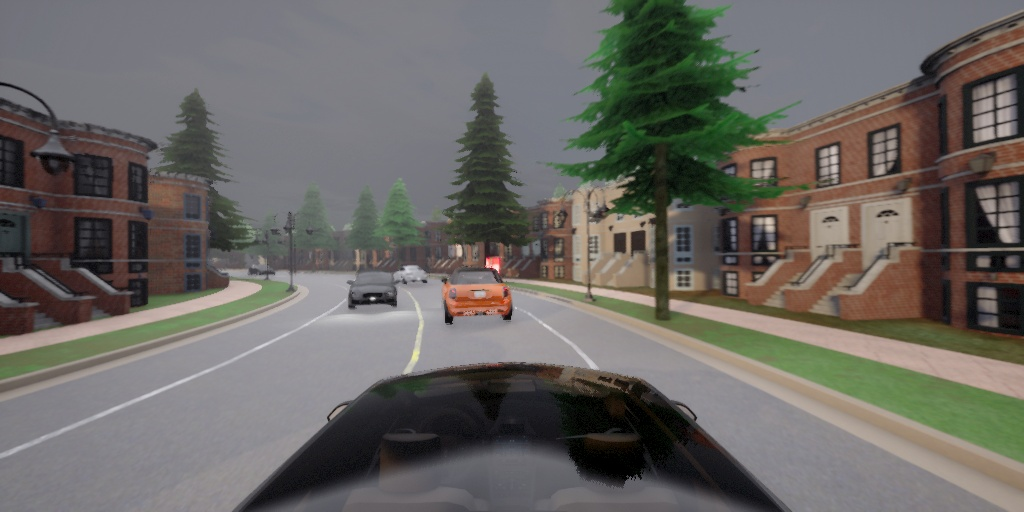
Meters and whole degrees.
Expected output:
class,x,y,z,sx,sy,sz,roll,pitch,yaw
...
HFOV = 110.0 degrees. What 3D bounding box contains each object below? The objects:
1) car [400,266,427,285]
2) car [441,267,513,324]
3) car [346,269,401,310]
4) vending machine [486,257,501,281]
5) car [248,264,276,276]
class,x,y,z,sx,sy,sz,roll,pitch,yaw
car,-8.261,1.501,28.965,1.812,1.442,4.674,0,0,-32
car,-1.386,1.171,12.685,2.097,1.767,4.553,-1,0,-12
car,-6.061,1.392,15.895,1.837,1.490,4.892,0,0,-19
vending machine,-1.440,1.091,28.258,1.100,2.100,0.880,0,0,-29
car,-32.407,1.837,46.451,4.892,1.490,1.837,0,0,36
